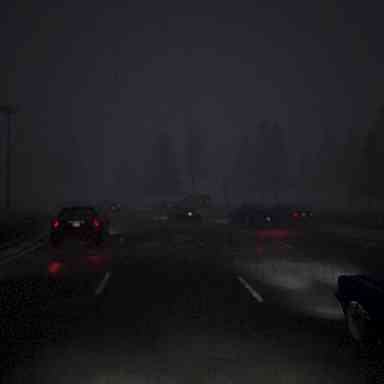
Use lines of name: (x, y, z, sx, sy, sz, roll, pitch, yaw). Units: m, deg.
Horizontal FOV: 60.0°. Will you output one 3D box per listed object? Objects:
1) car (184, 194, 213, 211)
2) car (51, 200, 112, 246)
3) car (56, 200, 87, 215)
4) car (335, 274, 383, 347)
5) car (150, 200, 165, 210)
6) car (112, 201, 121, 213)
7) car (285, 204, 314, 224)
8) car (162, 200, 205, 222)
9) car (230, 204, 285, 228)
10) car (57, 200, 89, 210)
car: (0.403, 1.305, 41.591, 2.150, 2.045, 5.566, 0, -1, -30)
car: (-5.145, 1.387, 15.786, 2.097, 1.767, 4.553, 0, 0, -10)
car: (-13.327, 1.644, 36.609, 1.994, 1.385, 4.181, 0, 0, -37)
car: (3.471, 1.607, 3.562, 1.895, 1.301, 4.718, 0, 0, -3)
car: (-3.341, 1.688, 41.049, 1.895, 1.301, 4.718, 0, 0, -34)
car: (-9.359, 1.644, 36.805, 1.994, 1.385, 4.181, 0, 0, -32)
car: (7.035, 1.599, 25.330, 2.033, 1.411, 5.357, 0, 0, -15)
car: (-0.746, 1.621, 26.826, 1.994, 1.385, 4.181, 0, 0, -17)
car: (4.089, 1.525, 22.643, 1.882, 1.535, 5.008, 0, 0, -13)
car: (-15.887, 1.698, 44.416, 4.718, 1.301, 1.895, 0, 0, 40)
